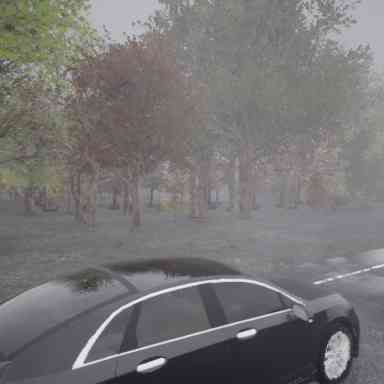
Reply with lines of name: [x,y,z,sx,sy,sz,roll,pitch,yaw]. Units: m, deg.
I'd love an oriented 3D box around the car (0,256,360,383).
car: [-0.044,1.506,3.715,4.892,1.490,1.837,0,0,-35]
